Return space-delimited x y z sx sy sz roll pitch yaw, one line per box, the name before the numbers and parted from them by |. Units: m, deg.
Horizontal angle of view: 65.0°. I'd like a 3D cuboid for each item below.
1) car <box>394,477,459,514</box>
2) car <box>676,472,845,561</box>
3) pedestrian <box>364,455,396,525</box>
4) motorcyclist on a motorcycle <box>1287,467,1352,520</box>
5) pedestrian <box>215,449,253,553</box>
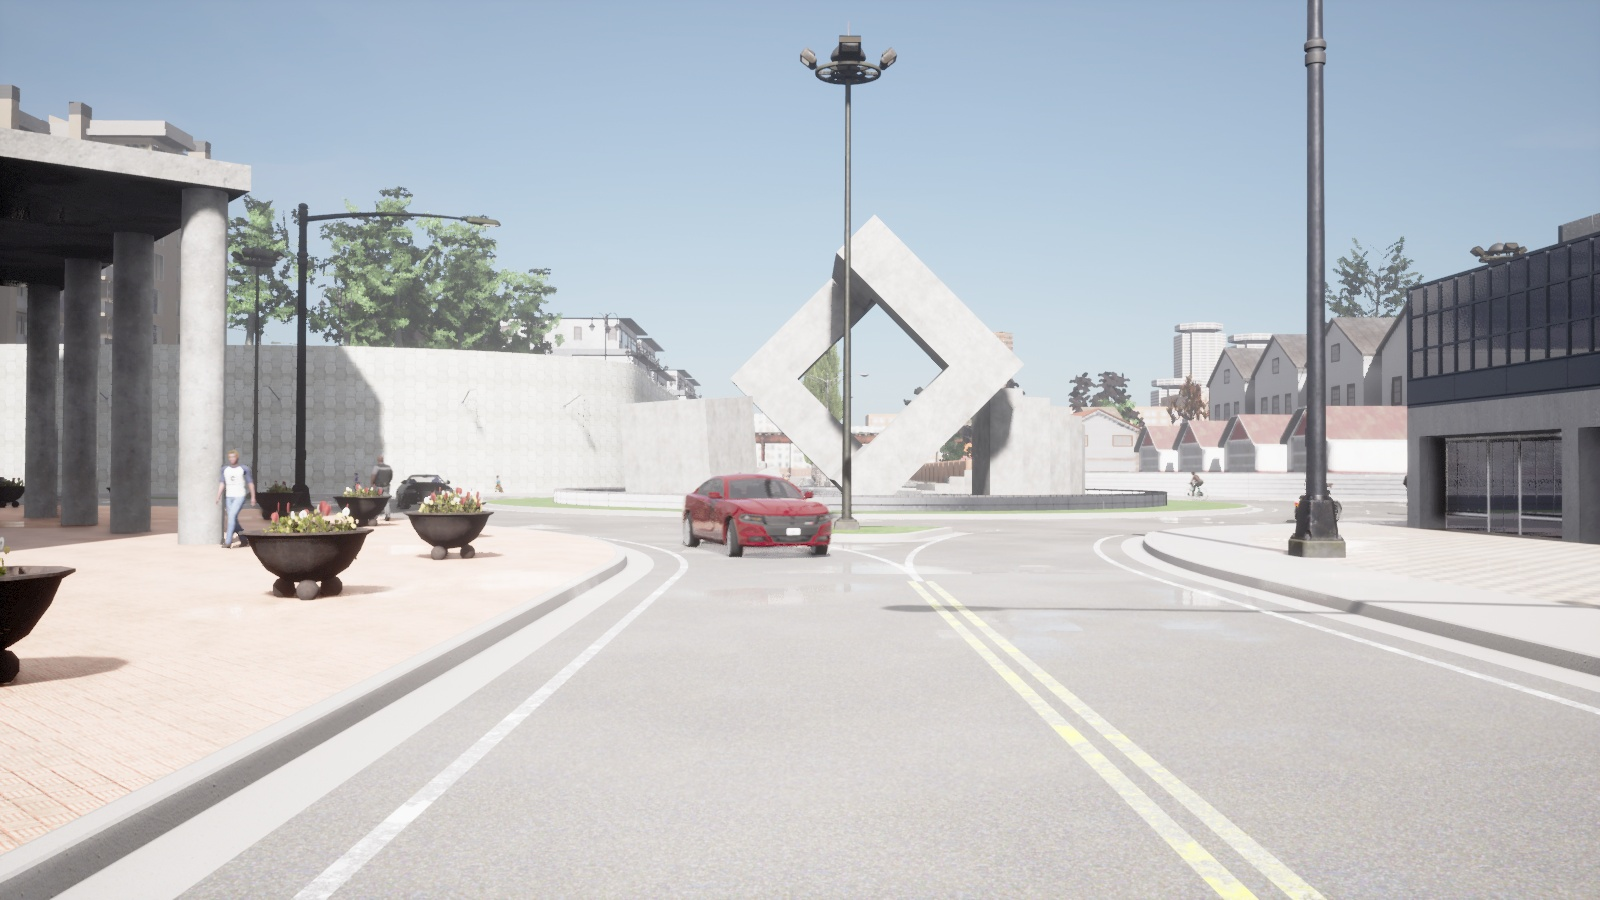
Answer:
car | -14.923 1.777 50.054 1.994 1.385 4.181 0 -1 -23
car | -0.912 1.204 24.385 1.882 1.535 5.008 0 -1 -19
pedestrian | -11.465 1.090 34.285 0.563 1.883 0.849 1 -1 -39
motorcyclist on a motorcycle | 16.515 1.367 39.895 2.350 1.649 0.766 1 -2 -35
pedestrian | -10.182 0.912 22.603 0.354 1.836 0.706 0 -1 2
